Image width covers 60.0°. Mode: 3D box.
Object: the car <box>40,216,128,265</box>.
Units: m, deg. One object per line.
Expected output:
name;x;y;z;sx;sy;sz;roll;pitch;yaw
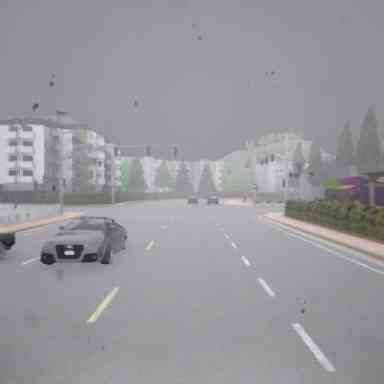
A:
car;-3.502;1.556;11.503;1.994;1.385;4.181;0;0;0

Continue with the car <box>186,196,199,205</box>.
car;0.116;1.461;58.381;1.837;1.490;4.892;0;0;-2

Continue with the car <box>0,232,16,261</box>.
car;-7.027;1.595;9.276;1.895;1.301;4.718;0;0;1

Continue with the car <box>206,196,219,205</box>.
car;3.617;1.434;58.381;1.882;1.535;5.008;0;0;-2
